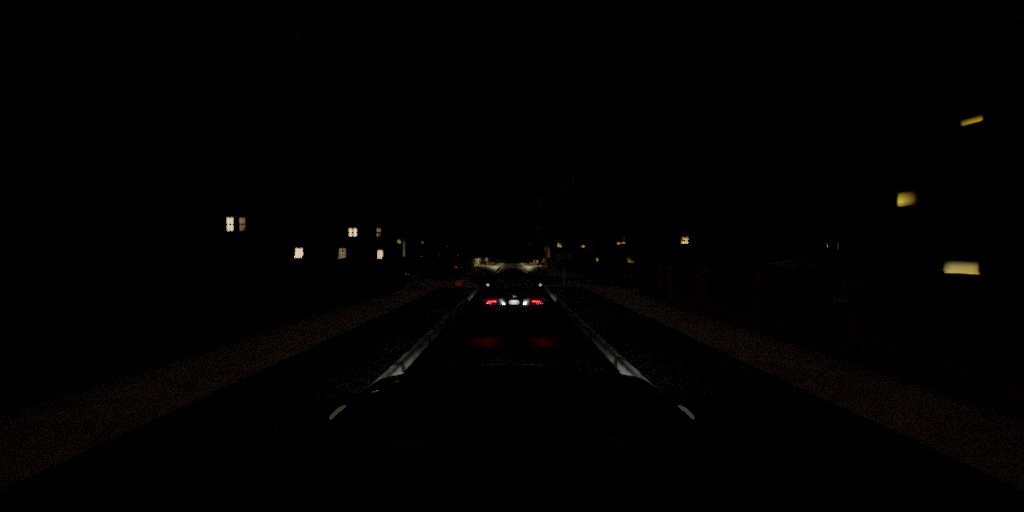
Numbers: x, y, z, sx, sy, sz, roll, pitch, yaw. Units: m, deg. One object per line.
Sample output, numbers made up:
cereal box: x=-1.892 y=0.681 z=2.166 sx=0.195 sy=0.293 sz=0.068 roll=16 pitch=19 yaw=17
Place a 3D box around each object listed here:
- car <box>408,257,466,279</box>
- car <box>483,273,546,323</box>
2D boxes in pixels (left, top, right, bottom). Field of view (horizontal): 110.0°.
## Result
car: x=-6.178 y=0.865 z=29.415 sx=4.553 sy=1.767 sz=2.097 roll=2 pitch=1 yaw=15
car: x=0.067 y=1.260 z=11.979 sx=2.033 sy=1.411 sz=5.357 roll=0 pitch=0 yaw=0
